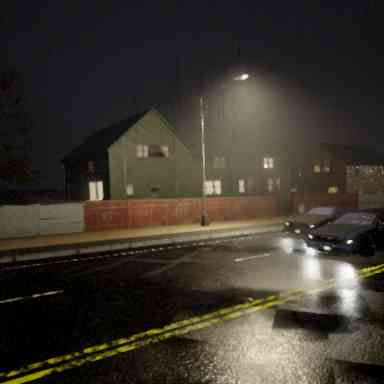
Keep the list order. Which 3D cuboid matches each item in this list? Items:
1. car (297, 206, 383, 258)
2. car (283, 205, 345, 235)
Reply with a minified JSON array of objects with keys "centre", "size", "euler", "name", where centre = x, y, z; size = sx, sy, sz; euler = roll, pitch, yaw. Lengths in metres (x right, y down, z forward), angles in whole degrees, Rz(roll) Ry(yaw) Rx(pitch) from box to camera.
[{"centre":[6.531,1.402,12.304],"size":[5.357,1.411,2.033],"euler":[-1,0,-35],"name":"car"},{"centre":[6.936,1.368,16.577],"size":[5.357,1.411,2.033],"euler":[-1,0,-35],"name":"car"}]
